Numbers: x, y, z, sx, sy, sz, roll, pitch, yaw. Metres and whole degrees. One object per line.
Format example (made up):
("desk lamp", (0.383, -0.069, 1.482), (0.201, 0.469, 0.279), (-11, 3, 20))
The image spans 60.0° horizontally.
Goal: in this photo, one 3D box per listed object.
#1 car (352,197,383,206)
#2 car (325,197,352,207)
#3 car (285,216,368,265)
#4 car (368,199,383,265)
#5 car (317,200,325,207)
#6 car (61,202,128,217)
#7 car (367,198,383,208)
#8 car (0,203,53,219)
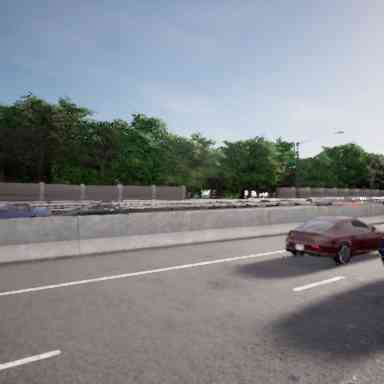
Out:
("car", (19.308, 1.415, 34.948), (4.553, 1.767, 2.097), (0, 0, -35))
("car", (17.894, 1.415, 38.231), (4.553, 1.767, 2.097), (0, 0, -35))
("car", (5.260, 1.568, 11.796), (4.674, 1.442, 1.812), (0, 0, -35))
("car", (7.292, 1.264, 8.947), (5.566, 2.045, 2.150), (0, 0, -35))
("car", (20.223, 1.593, 48.477), (4.674, 1.442, 1.812), (0, 0, -35))
("car", (-7.154, 1.538, 24.683), (4.892, 1.490, 1.837), (0, 0, -35))
("car", (28.466, 1.620, 50.026), (4.674, 1.442, 1.812), (0, 0, -35))
("car", (-13.248, 1.563, 24.636), (5.357, 1.411, 2.033), (0, 0, -36))
